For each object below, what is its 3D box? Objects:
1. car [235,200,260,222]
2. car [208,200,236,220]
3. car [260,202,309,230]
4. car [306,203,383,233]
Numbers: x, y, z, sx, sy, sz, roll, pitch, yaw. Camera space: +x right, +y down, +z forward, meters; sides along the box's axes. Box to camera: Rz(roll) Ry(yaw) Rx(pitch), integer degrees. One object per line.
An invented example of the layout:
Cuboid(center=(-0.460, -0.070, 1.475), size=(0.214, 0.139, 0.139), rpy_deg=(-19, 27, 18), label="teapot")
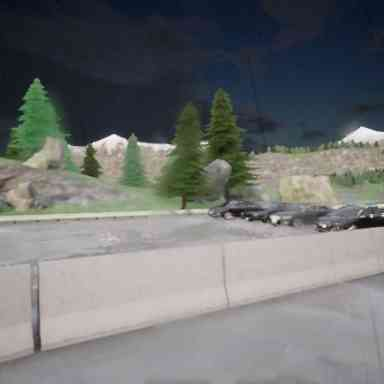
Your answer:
Cuboid(center=(6.088, 1.443, 23.918), size=(5.357, 1.411, 2.033), rpy_deg=(0, 0, -28), label="car")
Cuboid(center=(3.584, 1.392, 26.534), size=(4.892, 1.490, 1.837), rpy_deg=(0, 0, -29), label="car")
Cuboid(center=(6.905, 1.404, 20.372), size=(4.902, 1.511, 2.128), rpy_deg=(0, 0, -29), label="car")
Cuboid(center=(8.520, 1.433, 17.267), size=(4.892, 1.490, 1.837), rpy_deg=(0, 0, -29), label="car")
